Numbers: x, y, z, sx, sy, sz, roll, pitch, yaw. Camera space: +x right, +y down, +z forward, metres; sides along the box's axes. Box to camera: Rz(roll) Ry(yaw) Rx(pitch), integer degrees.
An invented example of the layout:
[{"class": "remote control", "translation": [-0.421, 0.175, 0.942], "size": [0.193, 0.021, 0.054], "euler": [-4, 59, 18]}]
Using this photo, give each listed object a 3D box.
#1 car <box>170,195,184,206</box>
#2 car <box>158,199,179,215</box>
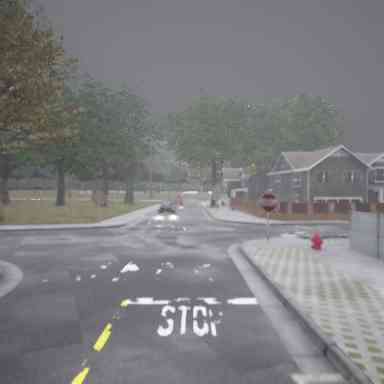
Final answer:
[{"class": "car", "translation": [-2.751, 1.504, 61.023], "size": [2.150, 2.045, 5.566], "euler": [0, 0, 0]}, {"class": "car", "translation": [-2.751, 1.808, 37.233], "size": [1.895, 1.301, 4.718], "euler": [0, 0, 0]}]
